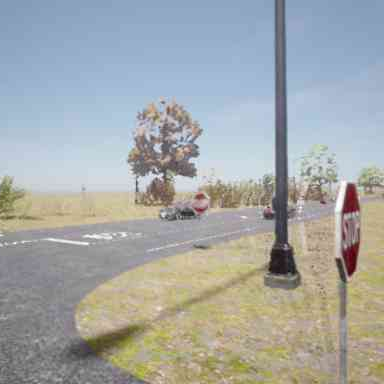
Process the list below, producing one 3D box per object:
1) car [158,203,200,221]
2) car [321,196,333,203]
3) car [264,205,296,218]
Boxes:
[{"bbox_3d":[-1.060,1.738,30.110,2.128,1.511,4.902,-1,0,34],"label":"car"},{"bbox_3d":[31.658,1.656,77.993,2.097,1.767,4.553,-1,0,34],"label":"car"},{"bbox_3d":[8.376,1.754,31.490,1.994,1.385,4.181,-1,0,34],"label":"car"}]
